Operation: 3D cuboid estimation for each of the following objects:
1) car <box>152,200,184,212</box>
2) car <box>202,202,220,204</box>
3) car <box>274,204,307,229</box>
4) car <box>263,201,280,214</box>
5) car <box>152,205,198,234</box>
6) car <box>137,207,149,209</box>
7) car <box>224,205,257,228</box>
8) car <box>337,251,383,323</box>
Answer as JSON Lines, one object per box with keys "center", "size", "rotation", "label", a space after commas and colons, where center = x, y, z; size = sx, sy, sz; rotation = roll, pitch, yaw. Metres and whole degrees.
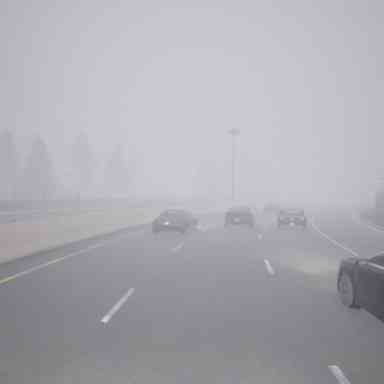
{"center": [-3.215, 1.866, 45.967], "size": [2.033, 1.411, 5.357], "rotation": [0, 0, 26], "label": "car"}
{"center": [2.837, 1.906, 49.826], "size": [1.812, 1.442, 4.674], "rotation": [0, 0, 30], "label": "car"}
{"center": [7.130, 1.815, 23.832], "size": [1.895, 1.301, 4.718], "rotation": [0, 0, 16], "label": "car"}
{"center": [9.937, 1.876, 40.486], "size": [1.812, 1.442, 4.674], "rotation": [0, 0, 26], "label": "car"}
{"center": [-0.946, 1.708, 20.258], "size": [1.994, 1.385, 4.181], "rotation": [0, 0, 12], "label": "car"}
{"center": [-6.746, 1.905, 46.621], "size": [1.895, 1.301, 4.718], "rotation": [0, 0, 26], "label": "car"}
{"center": [3.567, 1.673, 23.948], "size": [1.882, 1.535, 5.008], "rotation": [0, 0, 15], "label": "car"}
{"center": [3.885, 1.551, 5.096], "size": [2.128, 1.511, 4.902], "rotation": [0, 0, 3], "label": "car"}
